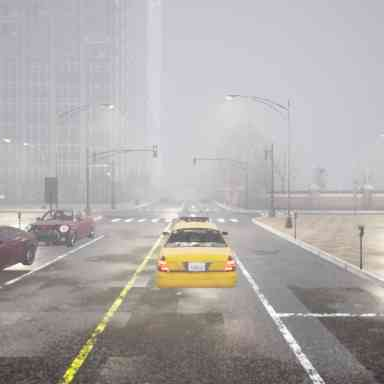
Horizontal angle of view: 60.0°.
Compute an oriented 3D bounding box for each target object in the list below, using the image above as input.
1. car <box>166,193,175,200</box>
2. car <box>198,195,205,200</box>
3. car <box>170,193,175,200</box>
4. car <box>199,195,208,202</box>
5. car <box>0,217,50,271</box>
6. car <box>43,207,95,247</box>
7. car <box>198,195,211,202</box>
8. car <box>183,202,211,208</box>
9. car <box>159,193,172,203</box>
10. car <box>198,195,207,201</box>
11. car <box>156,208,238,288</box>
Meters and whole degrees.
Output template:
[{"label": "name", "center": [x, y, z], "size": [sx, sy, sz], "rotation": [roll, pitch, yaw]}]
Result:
[{"label": "car", "center": [-5.917, 1.181, 91.407], "size": [2.192, 1.841, 5.009], "rotation": [0, 0, 0]}, {"label": "car", "center": [2.607, 1.411, 91.470], "size": [1.887, 1.381, 4.507], "rotation": [0, 0, 0]}, {"label": "car", "center": [-5.913, 1.324, 85.848], "size": [1.967, 1.590, 4.097], "rotation": [0, 0, 0]}, {"label": "car", "center": [2.622, 1.454, 74.788], "size": [1.887, 1.381, 4.507], "rotation": [0, 0, 0]}, {"label": "car", "center": [-5.699, 1.579, 8.949], "size": [1.802, 1.307, 4.206], "rotation": [0, 0, 0]}, {"label": "car", "center": [-5.704, 1.433, 14.642], "size": [1.967, 1.590, 4.097], "rotation": [0, 0, 0]}, {"label": "car", "center": [2.693, 1.492, 63.674], "size": [1.947, 1.339, 4.313], "rotation": [0, 0, 0]}, {"label": "car", "center": [0.098, 1.535, 19.413], "size": [2.033, 1.411, 5.357], "rotation": [0, 0, 0]}, {"label": "car", "center": [-5.899, 1.485, 69.165], "size": [1.947, 1.339, 4.313], "rotation": [0, 0, 0]}, {"label": "car", "center": [2.617, 1.448, 80.349], "size": [2.008, 1.369, 4.403], "rotation": [0, 0, 0]}, {"label": "car", "center": [0.090, 1.454, 9.150], "size": [1.801, 1.575, 5.366], "rotation": [0, 0, 0]}]
